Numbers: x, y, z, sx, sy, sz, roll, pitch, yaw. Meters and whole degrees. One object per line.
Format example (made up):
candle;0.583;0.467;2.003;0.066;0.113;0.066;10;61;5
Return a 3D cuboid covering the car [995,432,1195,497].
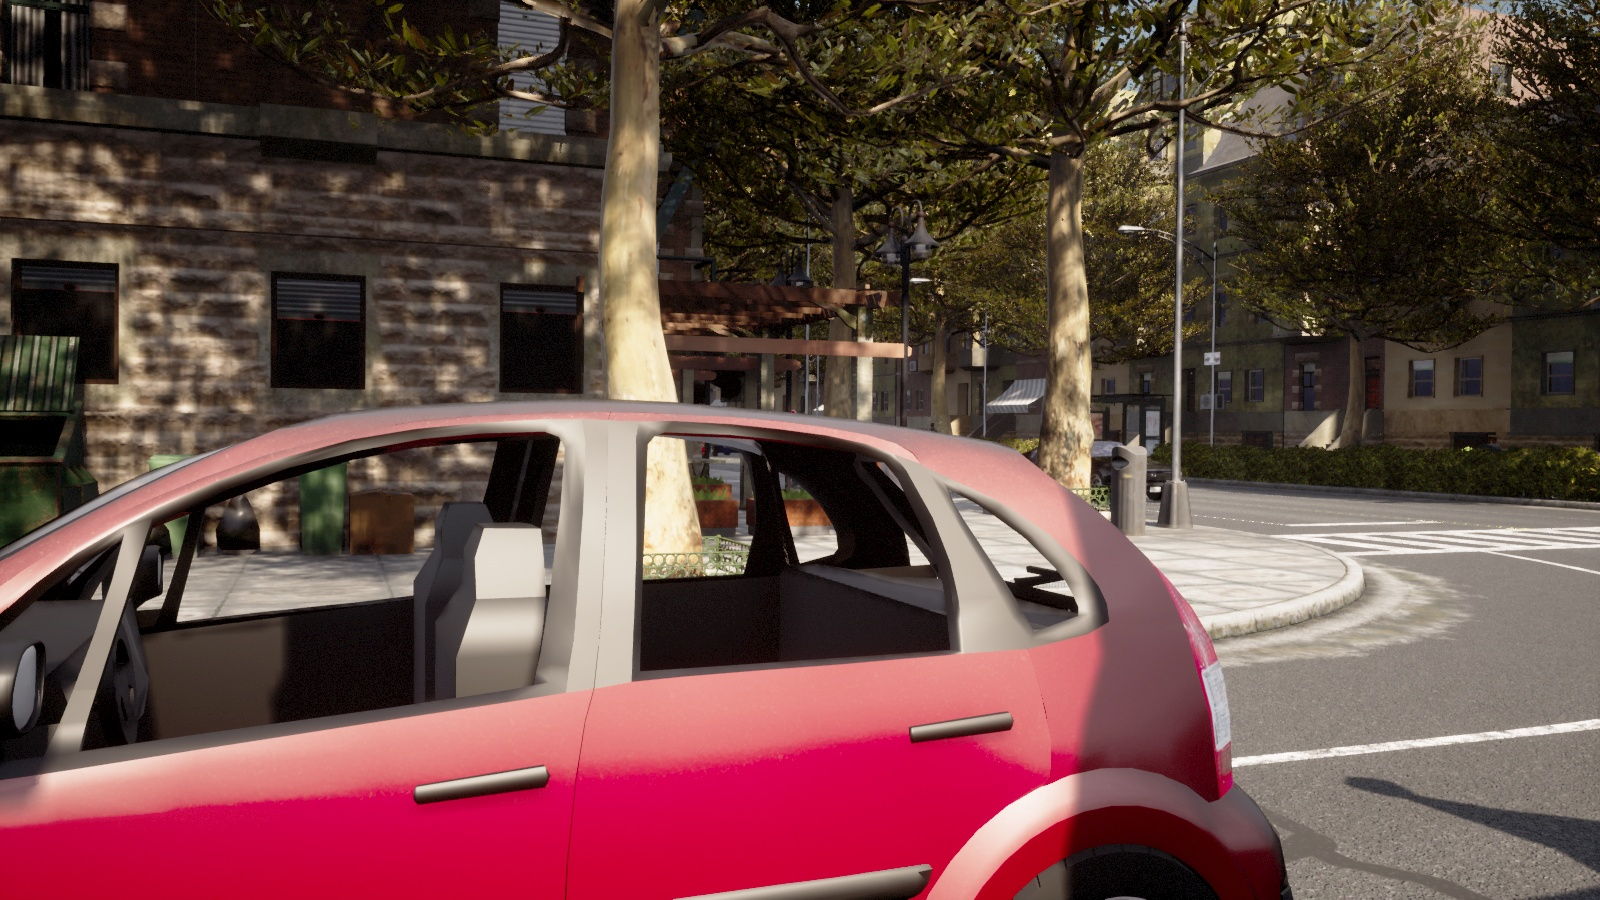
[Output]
car;6.935;0.279;30.226;2.033;1.411;5.357;-1;1;-21

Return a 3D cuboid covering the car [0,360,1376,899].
car;-0.947;0.660;2.878;3.988;1.617;1.851;-1;1;-21
